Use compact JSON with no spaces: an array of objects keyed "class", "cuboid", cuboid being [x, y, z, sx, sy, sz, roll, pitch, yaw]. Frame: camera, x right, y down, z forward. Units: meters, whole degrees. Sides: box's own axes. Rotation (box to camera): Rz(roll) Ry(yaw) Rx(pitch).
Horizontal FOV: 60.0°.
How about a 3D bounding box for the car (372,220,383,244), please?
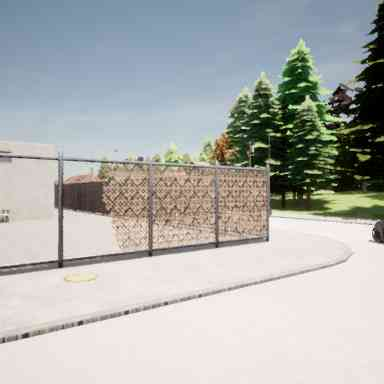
[{"class":"car","cuboid":[9.062,1.560,13.113,1.994,1.385,4.181,0,0,-1]}]
